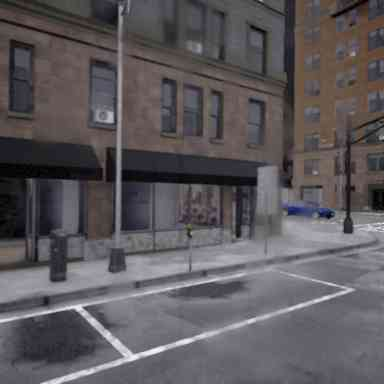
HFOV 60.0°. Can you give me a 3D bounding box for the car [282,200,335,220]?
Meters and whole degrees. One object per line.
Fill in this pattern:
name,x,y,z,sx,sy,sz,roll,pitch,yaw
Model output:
car,9.699,1.457,28.365,1.882,1.535,5.008,1,0,-35
